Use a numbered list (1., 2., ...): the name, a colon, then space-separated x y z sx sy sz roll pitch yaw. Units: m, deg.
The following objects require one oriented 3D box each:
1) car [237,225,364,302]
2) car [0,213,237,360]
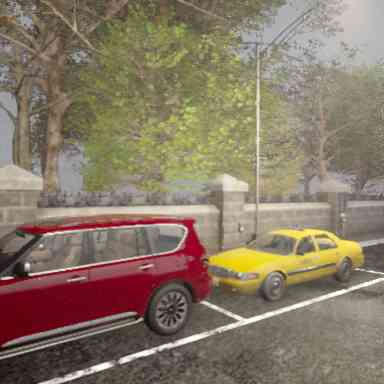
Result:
1. car: 2.417 1.535 8.282 4.829 1.417 1.752 0 0 -36
2. car: -1.952 1.316 5.163 5.009 1.841 2.192 0 0 -36
